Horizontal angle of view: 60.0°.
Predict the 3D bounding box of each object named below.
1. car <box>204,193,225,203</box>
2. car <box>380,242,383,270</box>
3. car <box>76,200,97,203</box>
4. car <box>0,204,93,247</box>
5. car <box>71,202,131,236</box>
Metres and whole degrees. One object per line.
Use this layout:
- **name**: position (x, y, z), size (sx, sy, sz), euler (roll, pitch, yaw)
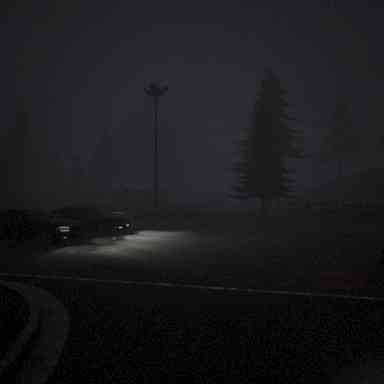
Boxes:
- **car**: position (4.833, 1.210, 69.451), size (2.150, 2.045, 5.566), euler (0, 0, -33)
- **car**: position (6.933, 1.561, 7.985), size (4.181, 1.385, 1.994), euler (0, 0, 13)
- **car**: position (-10.617, 1.545, 34.015), size (5.357, 1.411, 2.033), euler (0, 0, -23)
- **car**: position (-7.296, 1.477, 14.905), size (5.008, 1.535, 1.882), euler (0, 0, 13)
- **car**: position (-5.771, 1.503, 18.144), size (4.892, 1.490, 1.837), euler (0, 0, 13)
